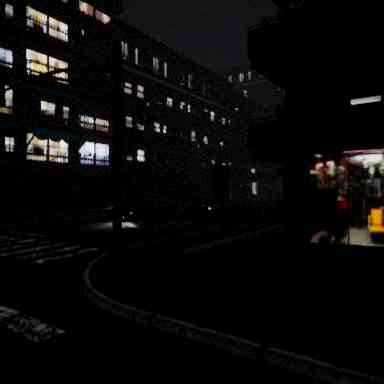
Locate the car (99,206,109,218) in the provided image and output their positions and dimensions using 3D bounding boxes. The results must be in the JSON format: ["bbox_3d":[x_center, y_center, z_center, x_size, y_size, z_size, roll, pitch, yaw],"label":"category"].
[{"bbox_3d":[-5.083,1.257,25.618,1.947,1.339,4.313,1,1,35],"label":"car"}]

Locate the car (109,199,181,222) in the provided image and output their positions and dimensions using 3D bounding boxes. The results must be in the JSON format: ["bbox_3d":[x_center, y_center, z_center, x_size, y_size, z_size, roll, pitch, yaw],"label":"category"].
[{"bbox_3d":[-2.998,1.232,23.876,2.033,1.411,5.357,0,1,35],"label":"car"}]

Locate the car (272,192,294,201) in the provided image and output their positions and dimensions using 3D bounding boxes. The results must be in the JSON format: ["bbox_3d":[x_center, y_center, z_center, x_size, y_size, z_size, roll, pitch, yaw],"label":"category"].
[{"bbox_3d":[14.606,0.713,53.295,1.947,1.339,4.313,1,1,35],"label":"car"}]

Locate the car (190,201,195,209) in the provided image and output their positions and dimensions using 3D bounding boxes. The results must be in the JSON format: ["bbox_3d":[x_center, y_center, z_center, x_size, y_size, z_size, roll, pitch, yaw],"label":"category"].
[{"bbox_3d":[1.551,1.075,34.798,1.947,1.339,4.313,1,1,35],"label":"car"}]

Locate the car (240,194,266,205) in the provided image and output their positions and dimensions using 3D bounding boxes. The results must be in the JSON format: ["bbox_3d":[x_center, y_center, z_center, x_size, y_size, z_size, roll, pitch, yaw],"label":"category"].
[{"bbox_3d":[8.078,0.910,44.045,1.802,1.307,4.206,1,1,35],"label":"car"}]

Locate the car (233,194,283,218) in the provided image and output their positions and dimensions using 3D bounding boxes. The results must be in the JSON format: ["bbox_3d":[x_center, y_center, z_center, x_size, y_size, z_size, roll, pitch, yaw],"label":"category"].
[{"bbox_3d":[5.172,1.114,25.262,1.887,1.381,4.507,1,1,35],"label":"car"}]

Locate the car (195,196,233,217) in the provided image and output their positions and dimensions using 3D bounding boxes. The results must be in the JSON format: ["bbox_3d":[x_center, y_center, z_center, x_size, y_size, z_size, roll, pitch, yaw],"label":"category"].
[{"bbox_3d":[2.454,1.158,26.035,1.994,1.385,4.181,0,1,35],"label":"car"}]
